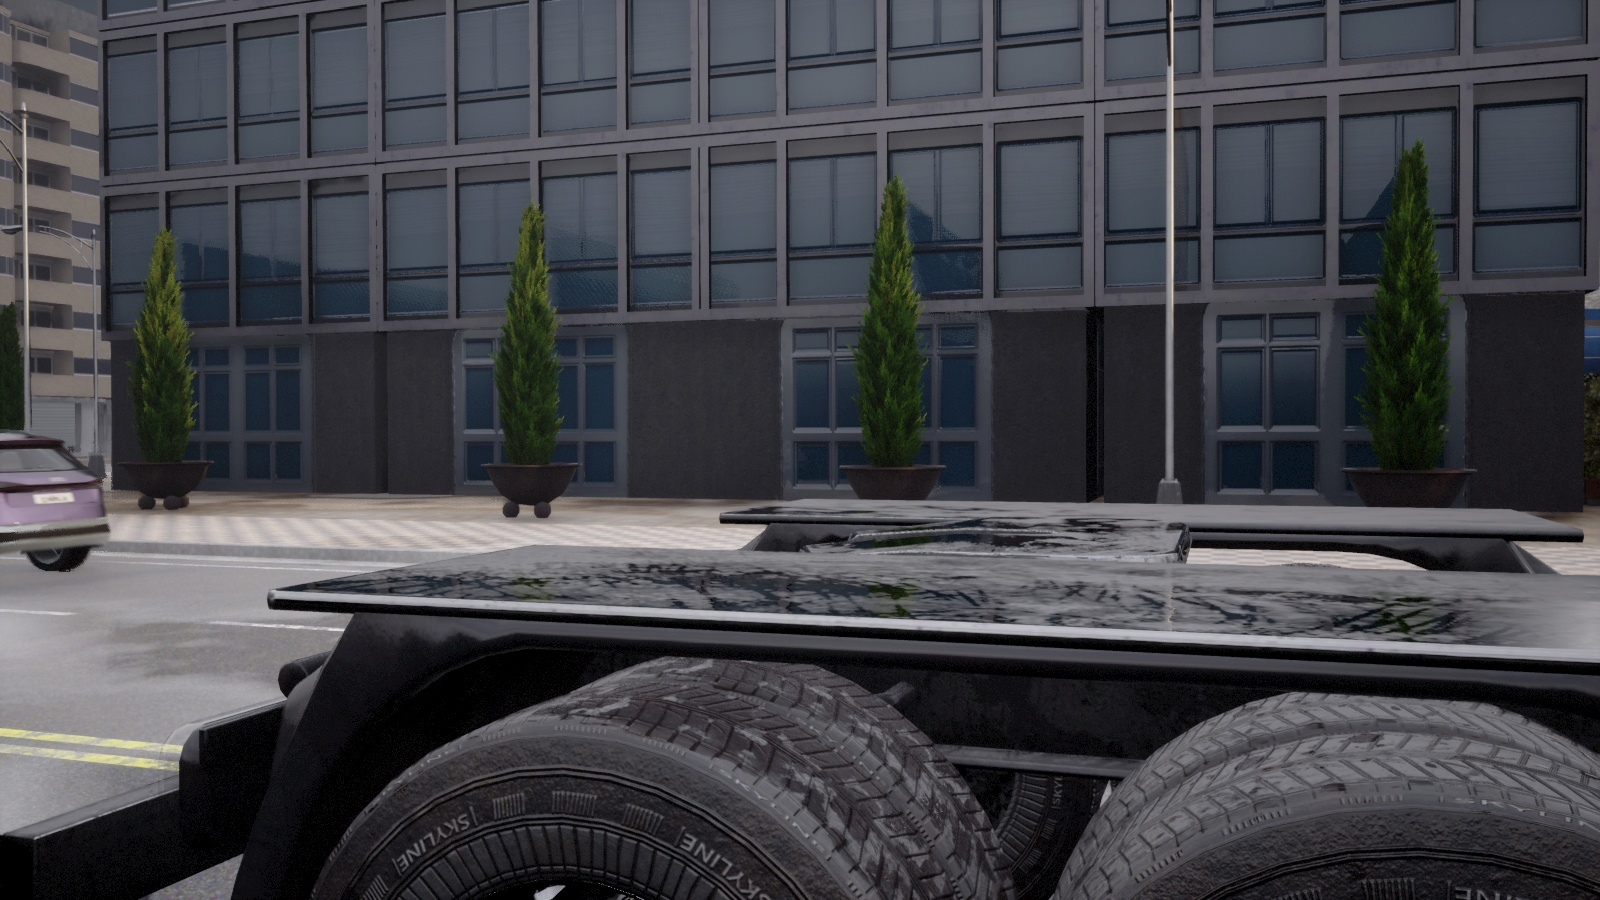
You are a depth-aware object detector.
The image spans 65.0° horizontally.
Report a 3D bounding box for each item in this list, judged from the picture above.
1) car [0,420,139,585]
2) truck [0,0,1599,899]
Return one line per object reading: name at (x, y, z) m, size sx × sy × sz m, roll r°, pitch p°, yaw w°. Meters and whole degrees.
car at (-10.077, 0.495, 13.971) m, size 4.856 × 1.649 × 2.033 m, roll 1°, pitch 1°, yaw 19°
truck at (2.642, -0.182, 2.289) m, size 7.936 × 3.462 × 2.891 m, roll 1°, pitch 1°, yaw 19°
